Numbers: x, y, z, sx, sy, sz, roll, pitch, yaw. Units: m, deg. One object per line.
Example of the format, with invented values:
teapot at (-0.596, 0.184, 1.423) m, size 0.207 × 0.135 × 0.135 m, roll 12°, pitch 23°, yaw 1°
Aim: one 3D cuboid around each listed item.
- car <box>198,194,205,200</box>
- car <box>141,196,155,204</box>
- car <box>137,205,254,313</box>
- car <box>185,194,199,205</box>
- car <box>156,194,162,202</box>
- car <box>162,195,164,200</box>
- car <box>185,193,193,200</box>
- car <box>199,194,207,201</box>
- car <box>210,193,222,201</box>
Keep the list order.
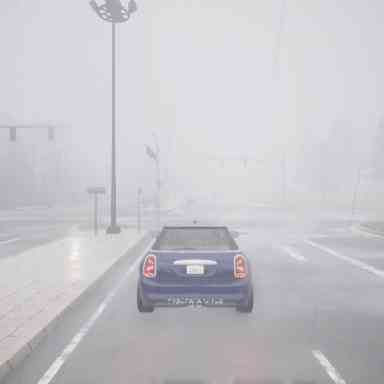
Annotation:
car at (2.694, 1.442, 95.544) m, size 1.882 × 1.535 × 5.008 m, roll 0°, pitch 0°, yaw -1°
car at (-8.334, 1.505, 61.903) m, size 1.837 × 1.490 × 4.892 m, roll 0°, pitch 0°, yaw -1°
car at (0.071, 1.352, 7.839) m, size 2.097 × 1.767 × 4.553 m, roll 0°, pitch 0°, yaw 0°
car at (-0.157, 1.525, 54.658) m, size 1.812 × 1.442 × 4.674 m, roll 0°, pitch 0°, yaw -1°
car at (-8.452, 1.540, 73.133) m, size 2.033 × 1.411 × 5.357 m, roll 0°, pitch 0°, yaw -1°
car at (-8.693, 1.342, 88.315) m, size 2.097 × 1.767 × 4.553 m, roll 0°, pitch 0°, yaw -1°
car at (-0.806, 1.189, 95.518) m, size 2.150 × 2.045 × 5.566 m, roll 0°, pitch 0°, yaw -1°
car at (2.858, 1.513, 85.220) m, size 1.812 × 1.442 × 4.674 m, roll 0°, pitch 0°, yaw -1°
car at (6.362, 1.214, 84.949) m, size 2.150 × 2.045 × 5.566 m, roll 0°, pitch 0°, yaw -1°
